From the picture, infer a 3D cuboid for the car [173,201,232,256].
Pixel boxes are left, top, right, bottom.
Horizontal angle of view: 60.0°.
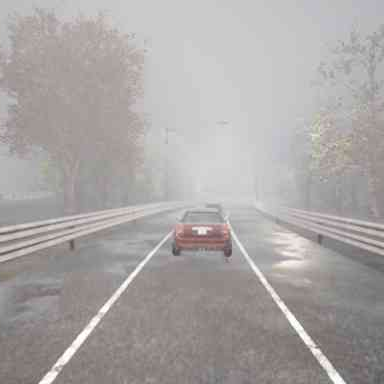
[{"bbox_3d":[0.445,1.427,13.690,2.097,1.767,4.553,0,0,3],"label":"car"}]
